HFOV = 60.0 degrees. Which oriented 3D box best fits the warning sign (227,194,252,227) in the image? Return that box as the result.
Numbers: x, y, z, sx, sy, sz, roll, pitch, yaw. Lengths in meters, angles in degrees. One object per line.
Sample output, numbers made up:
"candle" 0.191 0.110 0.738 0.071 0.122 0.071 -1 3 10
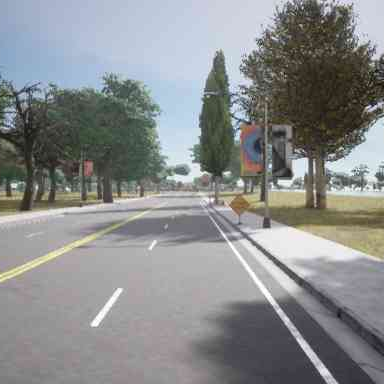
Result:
"warning sign" 2.833 1.076 19.788 1.300 1.860 1.060 -1 -1 0
